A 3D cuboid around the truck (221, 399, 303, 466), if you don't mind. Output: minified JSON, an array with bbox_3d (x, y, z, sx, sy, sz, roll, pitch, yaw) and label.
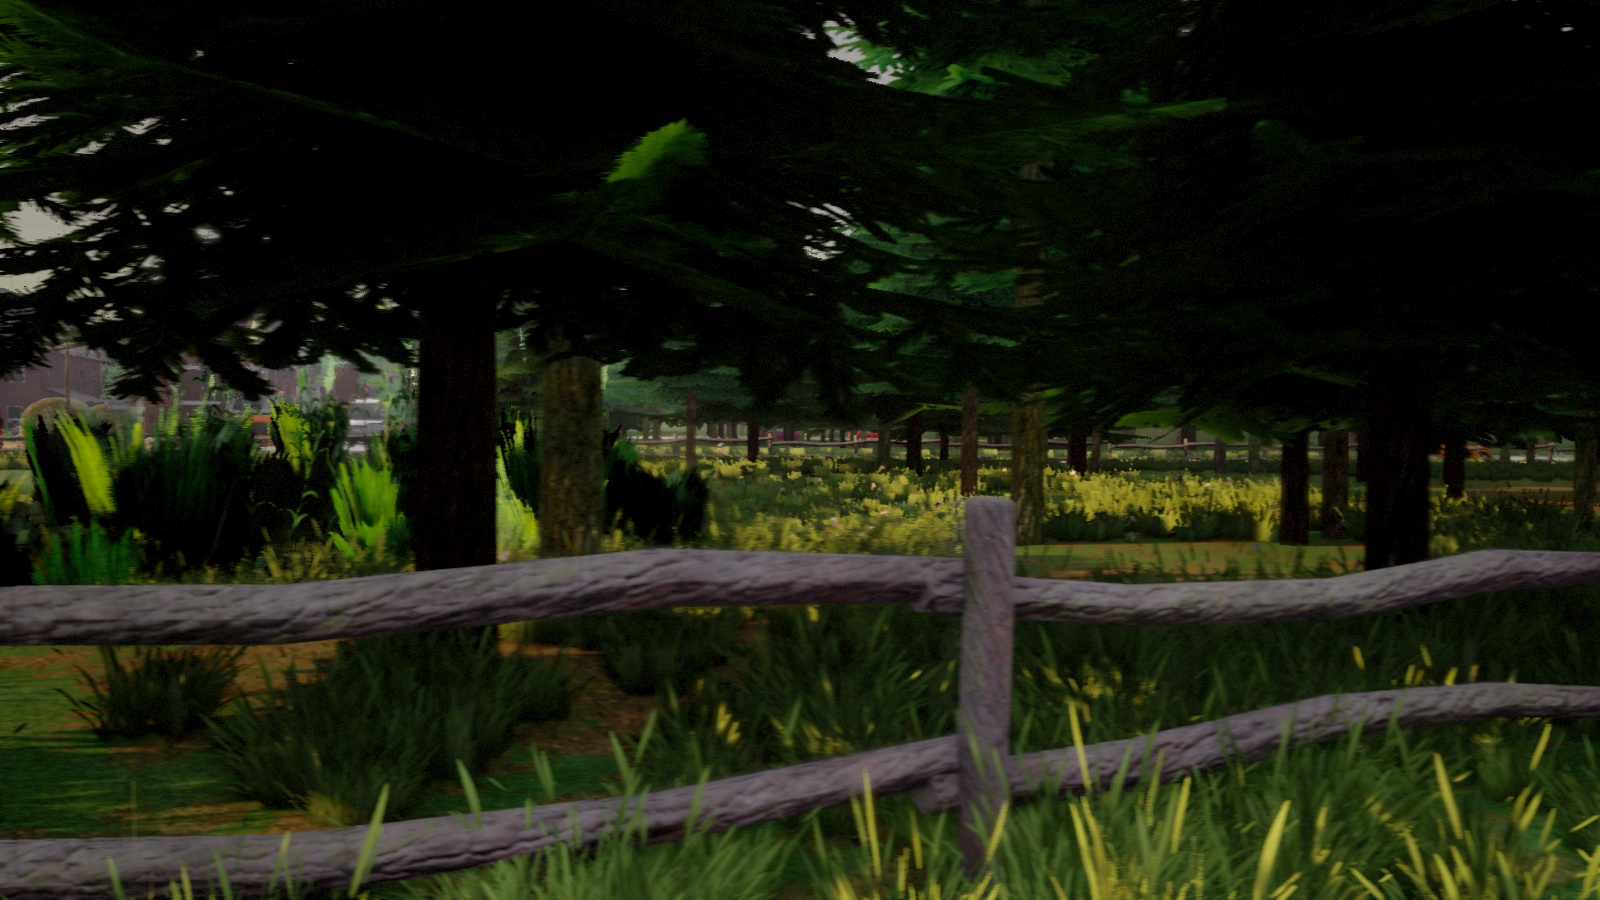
[{"bbox_3d":[-29.626,-0.986,69.492,2.891,3.462,7.936,-1,1,-14],"label":"truck"}]

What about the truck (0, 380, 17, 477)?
[{"bbox_3d":[-35.583,-0.800,48.526,8.468,3.827,2.891,-1,1,-11],"label":"truck"}]

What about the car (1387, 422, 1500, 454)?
[{"bbox_3d":[32.236,-0.618,62.937,5.008,1.535,1.882,-1,1,-13],"label":"car"}]

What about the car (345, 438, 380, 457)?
[{"bbox_3d":[-30.551,-0.190,87.809,1.895,1.301,4.718,-1,1,-14],"label":"car"}]
